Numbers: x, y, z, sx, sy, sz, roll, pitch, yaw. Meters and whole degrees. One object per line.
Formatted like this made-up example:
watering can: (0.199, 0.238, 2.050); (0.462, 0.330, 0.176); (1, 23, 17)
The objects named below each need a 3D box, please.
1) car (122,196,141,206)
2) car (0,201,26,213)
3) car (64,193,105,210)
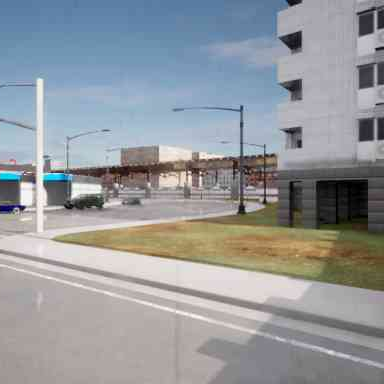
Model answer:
car: (-9.744, 1.489, 53.832); (2.128, 1.511, 4.902); (0, 0, 11)
car: (-19.701, 1.601, 33.931); (1.895, 1.301, 4.718); (0, 0, 37)
car: (-13.739, 1.219, 42.785); (2.150, 2.045, 5.566); (0, 0, 28)
